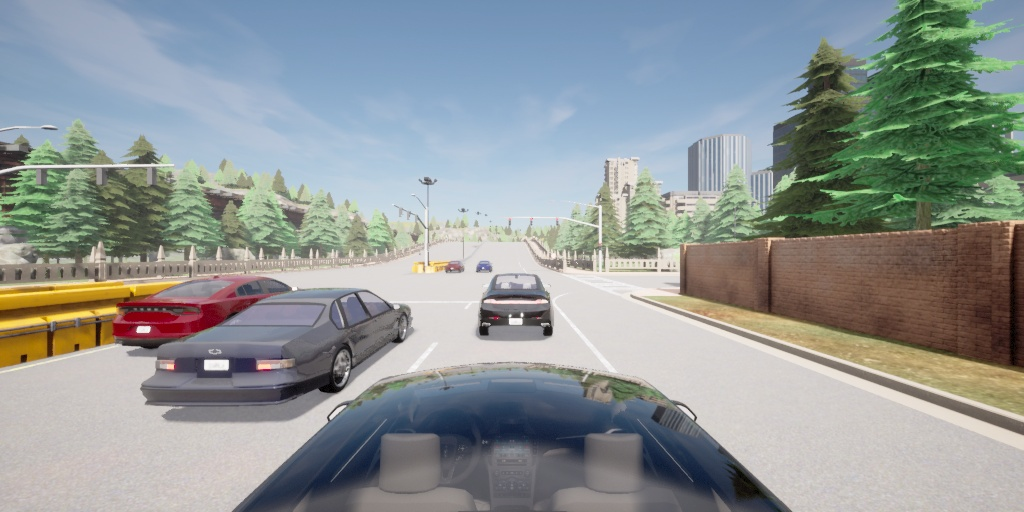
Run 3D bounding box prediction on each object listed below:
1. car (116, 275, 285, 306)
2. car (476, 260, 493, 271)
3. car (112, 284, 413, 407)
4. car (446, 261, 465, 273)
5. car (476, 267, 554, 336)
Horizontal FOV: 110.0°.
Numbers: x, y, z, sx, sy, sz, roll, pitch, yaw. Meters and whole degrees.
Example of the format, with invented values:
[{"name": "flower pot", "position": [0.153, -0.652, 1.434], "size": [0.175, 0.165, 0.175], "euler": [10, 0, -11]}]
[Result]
[{"name": "car", "position": [-6.901, 1.228, 9.192], "size": [1.882, 1.535, 5.008], "euler": [0, 0, 0]}, {"name": "car", "position": [-3.409, 1.276, 44.899], "size": [1.812, 1.442, 4.674], "euler": [0, 0, 0]}, {"name": "car", "position": [-3.400, 1.297, 6.630], "size": [2.033, 1.411, 5.357], "euler": [0, 0, 0]}, {"name": "car", "position": [-6.905, 1.276, 43.816], "size": [1.812, 1.442, 4.674], "euler": [0, 0, 0]}, {"name": "car", "position": [0.127, 1.242, 10.377], "size": [2.128, 1.511, 4.902], "euler": [0, 0, 1]}]
